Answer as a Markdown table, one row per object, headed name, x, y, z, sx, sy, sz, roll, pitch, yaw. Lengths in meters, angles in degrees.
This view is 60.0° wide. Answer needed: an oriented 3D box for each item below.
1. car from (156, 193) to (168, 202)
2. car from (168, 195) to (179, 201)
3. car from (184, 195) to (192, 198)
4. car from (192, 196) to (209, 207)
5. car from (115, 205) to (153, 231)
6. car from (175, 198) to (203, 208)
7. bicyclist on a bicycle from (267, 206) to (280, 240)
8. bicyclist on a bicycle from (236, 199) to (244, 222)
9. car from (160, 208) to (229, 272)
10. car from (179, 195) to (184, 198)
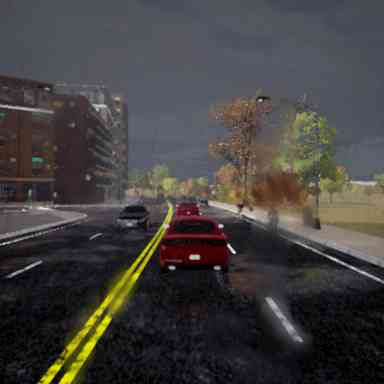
| name | x | y | z | sx | sy | sz | roll | pitch | yaw |
| --- | --- | --- | --- | --- | --- | --- | --- | --- | --- |
| car | -7.977 | 1.406 | 85.158 | 2.150 | 2.045 | 5.566 | 0 | 0 | -6 |
| car | -5.356 | 1.732 | 90.537 | 2.033 | 1.411 | 5.357 | 0 | 0 | -7 |
| car | -0.170 | 1.656 | 73.478 | 1.882 | 1.535 | 5.008 | 0 | 0 | -6 |
| car | 1.578 | 1.635 | 53.773 | 2.128 | 1.511 | 4.902 | 0 | 0 | -4 |
| car | -3.536 | 1.575 | 20.946 | 1.812 | 1.442 | 4.674 | 0 | 0 | -1 |
| car | -0.369 | 1.557 | 29.554 | 1.882 | 1.535 | 5.008 | 0 | 0 | -2 |
| bicyclist on a bicycle | 4.028 | 1.512 | 16.452 | 0.582 | 1.620 | 1.656 | 0 | 0 | -1 |
| bicyclist on a bicycle | 3.787 | 1.453 | 26.347 | 0.659 | 1.776 | 1.843 | 0 | 0 | -2 |
| car | 0.055 | 1.510 | 10.899 | 1.882 | 1.535 | 5.008 | 0 | 0 | 0 |
| car | -2.179 | 1.701 | 91.330 | 1.837 | 1.490 | 4.892 | 0 | 0 | -7 |
